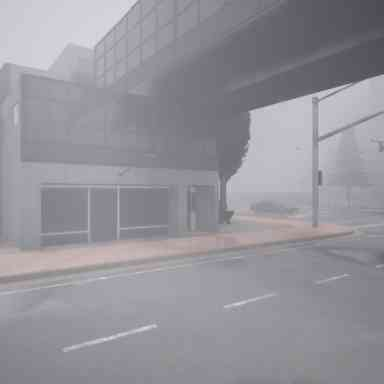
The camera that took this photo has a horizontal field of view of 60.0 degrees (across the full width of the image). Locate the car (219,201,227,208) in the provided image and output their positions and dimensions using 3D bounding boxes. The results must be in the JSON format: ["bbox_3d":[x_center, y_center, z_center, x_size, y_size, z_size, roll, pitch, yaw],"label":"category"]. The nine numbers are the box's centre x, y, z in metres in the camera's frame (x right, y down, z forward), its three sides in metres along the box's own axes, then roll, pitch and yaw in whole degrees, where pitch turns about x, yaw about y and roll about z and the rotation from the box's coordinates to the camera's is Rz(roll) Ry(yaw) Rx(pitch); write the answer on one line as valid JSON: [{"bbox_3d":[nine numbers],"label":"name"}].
[{"bbox_3d":[2.543,1.564,42.352,1.994,1.385,4.181,0,0,-36],"label":"car"}]

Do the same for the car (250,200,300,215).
[{"bbox_3d":[8.359,1.547,34.252,2.033,1.411,5.357,0,0,-36],"label":"car"}]

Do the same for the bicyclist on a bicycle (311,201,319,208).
[{"bbox_3d":[15.781,1.301,42.744,1.656,1.620,0.582,0,0,-36],"label":"bicyclist on a bicycle"}]
